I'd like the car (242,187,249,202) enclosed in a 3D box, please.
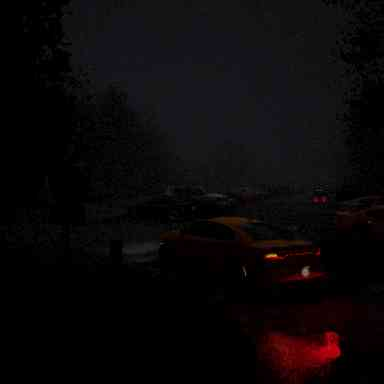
[{"bbox_3d":[2.571,0.543,32.206,4.892,1.521,2.231,1,3,24],"label":"car"}]

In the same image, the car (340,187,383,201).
[{"bbox_3d":[20.209,0.228,39.378,4.792,1.488,2.163,1,2,24],"label":"car"}]

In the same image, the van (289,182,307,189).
[{"bbox_3d":[28.800,-1.796,90.345,4.442,1.987,1.878,1,1,24],"label":"van"}]

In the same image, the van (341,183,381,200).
[{"bbox_3d":[21.219,-0.124,41.929,4.442,1.987,1.878,1,2,24],"label":"van"}]

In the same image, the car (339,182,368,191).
[{"bbox_3d":[35.070,-1.237,72.283,5.566,2.045,2.435,1,2,24],"label":"car"}]

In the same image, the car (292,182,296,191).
[{"bbox_3d":[16.141,-0.656,62.596,5.366,1.575,1.946,1,2,24],"label":"car"}]

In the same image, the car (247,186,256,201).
[{"bbox_3d":[3.542,0.422,34.810,5.366,1.575,1.946,1,3,24],"label":"car"}]

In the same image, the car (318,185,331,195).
[{"bbox_3d":[22.616,-0.437,56.717,1.882,1.535,5.008,1,2,24],"label":"car"}]

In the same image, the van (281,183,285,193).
[{"bbox_3d":[11.834,-0.513,52.354,4.442,1.987,1.878,1,2,24],"label":"van"}]

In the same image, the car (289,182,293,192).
[{"bbox_3d":[15.138,-0.531,60.005,4.792,1.488,2.163,1,2,24],"label":"car"}]

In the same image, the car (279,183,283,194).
[{"bbox_3d":[10.608,-0.169,49.872,4.792,1.488,2.163,1,2,24],"label":"car"}]

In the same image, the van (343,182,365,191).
[{"bbox_3d":[36.345,-1.299,74.747,4.442,1.987,1.878,1,2,24],"label":"van"}]

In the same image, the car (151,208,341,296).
[{"bbox_3d":[0.905,1.378,8.522,1.882,1.535,5.008,2,-1,-31],"label":"car"}]

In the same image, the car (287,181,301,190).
[{"bbox_3d":[19.578,-0.927,70.177,5.366,1.575,1.946,1,2,24],"label":"car"}]

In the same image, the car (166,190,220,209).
[{"bbox_3d":[-0.867,0.885,24.627,5.008,1.535,2.097,1,3,24],"label":"car"}]

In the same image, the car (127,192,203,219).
[{"bbox_3d":[-2.044,1.029,22.117,4.792,1.488,2.163,1,3,24],"label":"car"}]

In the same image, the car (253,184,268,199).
[{"bbox_3d":[5.884,0.190,39.972,5.366,1.575,1.946,1,3,24],"label":"car"}]

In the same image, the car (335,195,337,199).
[{"bbox_3d":[11.013,1.121,19.242,4.792,1.488,2.163,1,3,24],"label":"car"}]

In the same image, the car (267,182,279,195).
[{"bbox_3d":[9.465,-0.231,47.341,4.553,1.767,2.185,1,2,24],"label":"car"}]

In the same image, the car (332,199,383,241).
[{"bbox_3d":[8.799,1.314,14.302,5.008,1.535,2.097,1,3,24],"label":"car"}]

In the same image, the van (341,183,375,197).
[{"bbox_3d":[24.648,-0.398,49.512,4.442,1.987,1.878,1,2,24],"label":"van"}]

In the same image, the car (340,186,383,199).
[{"bbox_3d":[22.472,0.010,44.427,5.008,1.535,2.097,1,2,24],"label":"car"}]

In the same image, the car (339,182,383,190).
[{"bbox_3d":[15.637,0.384,29.288,5.566,2.045,2.435,1,3,24],"label":"car"}]

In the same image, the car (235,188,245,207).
[{"bbox_3d":[1.589,0.656,29.605,5.366,1.575,1.946,1,3,24],"label":"car"}]

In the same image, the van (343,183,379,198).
[{"bbox_3d":[23.717,-0.304,46.894,4.442,1.987,1.878,1,2,24],"label":"van"}]

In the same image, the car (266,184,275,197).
[{"bbox_3d":[7.316,0.093,42.234,5.366,1.575,1.946,1,3,24],"label":"car"}]

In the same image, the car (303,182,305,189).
[{"bbox_3d":[23.180,-1.192,77.684,5.008,1.535,2.097,1,2,24],"label":"car"}]

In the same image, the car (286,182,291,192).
[{"bbox_3d":[13.992,-0.440,57.478,4.792,1.488,2.163,1,2,24],"label":"car"}]

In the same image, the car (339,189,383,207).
[{"bbox_3d":[16.729,0.550,31.844,4.792,1.488,2.163,1,3,24],"label":"car"}]

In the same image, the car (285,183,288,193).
[{"bbox_3d":[12.846,-0.350,54.951,4.792,1.488,2.163,1,2,24],"label":"car"}]

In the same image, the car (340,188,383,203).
[{"bbox_3d":[19.119,0.326,36.975,4.792,1.488,2.163,1,3,24],"label":"car"}]

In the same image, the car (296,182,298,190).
[{"bbox_3d":[17.462,-0.739,65.044,4.892,1.521,2.231,1,2,24],"label":"car"}]

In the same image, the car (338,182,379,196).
[{"bbox_3d":[25.872,-0.512,51.996,5.566,2.045,2.435,1,2,24],"label":"car"}]

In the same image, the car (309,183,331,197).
[{"bbox_3d":[18.366,-0.088,47.344,2.128,1.511,4.902,1,2,24],"label":"car"}]

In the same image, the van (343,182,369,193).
[{"bbox_3d":[31.772,-0.939,64.660,4.442,1.987,1.878,1,2,24],"label":"van"}]

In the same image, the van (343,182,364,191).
[{"bbox_3d":[37.437,-1.385,77.154,4.442,1.987,1.878,1,2,24],"label":"van"}]

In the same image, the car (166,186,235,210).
[{"bbox_3d":[0.299,0.520,27.133,5.566,2.045,2.435,1,3,24],"label":"car"}]

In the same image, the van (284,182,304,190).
[{"bbox_3d":[25.370,-1.599,82.776,4.442,1.987,1.878,1,2,24],"label":"van"}]

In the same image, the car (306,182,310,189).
[{"bbox_3d":[26.648,-1.713,85.243,5.566,2.045,2.435,1,2,24],"label":"car"}]

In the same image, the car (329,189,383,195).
[{"bbox_3d":[13.157,0.857,24.347,5.366,1.575,1.946,1,3,24],"label":"car"}]

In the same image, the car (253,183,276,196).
[{"bbox_3d":[8.284,-0.008,44.832,4.892,1.521,2.231,1,3,24],"label":"car"}]

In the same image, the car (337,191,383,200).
[{"bbox_3d":[9.976,1.076,16.803,4.553,1.767,2.185,1,3,24],"label":"car"}]
